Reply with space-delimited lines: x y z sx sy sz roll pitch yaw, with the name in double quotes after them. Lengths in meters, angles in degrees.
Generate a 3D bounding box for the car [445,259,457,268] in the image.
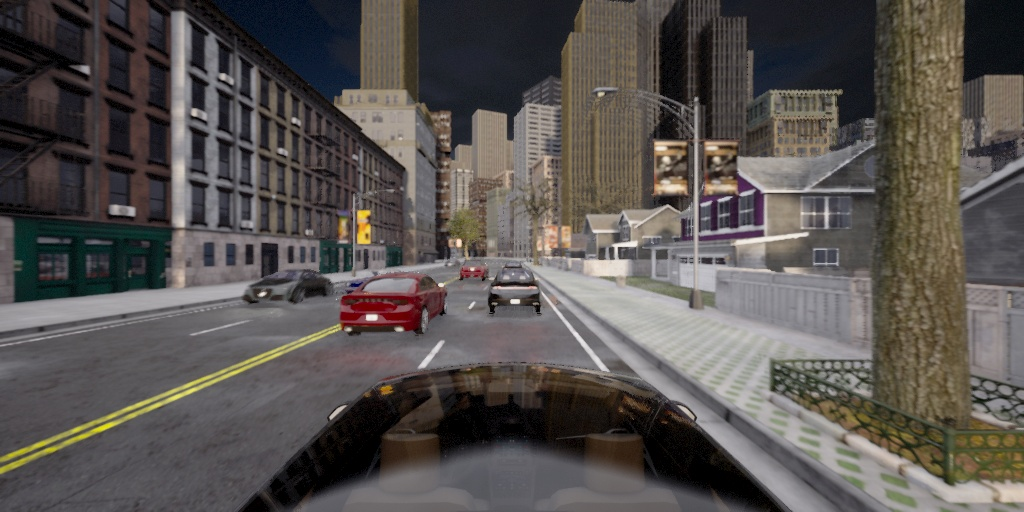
-9.785 1.215 58.943 2.128 1.511 4.902 0 0 0 "car"

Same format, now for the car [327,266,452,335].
-3.149 1.230 10.528 1.882 1.535 5.008 0 0 0 "car"

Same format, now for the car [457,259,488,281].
-3.143 1.102 30.654 2.097 1.767 4.553 0 0 0 "car"

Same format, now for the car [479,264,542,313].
0.103 1.244 13.897 2.128 1.511 4.902 0 0 0 "car"

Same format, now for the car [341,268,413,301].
-6.597 1.354 18.153 1.895 1.301 4.718 0 0 0 "car"

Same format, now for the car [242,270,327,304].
-9.847 1.317 16.134 1.994 1.385 4.181 0 0 0 "car"

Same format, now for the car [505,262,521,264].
0.105 1.241 30.868 2.128 1.511 4.902 0 0 0 "car"
